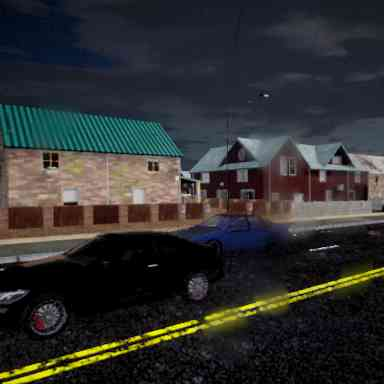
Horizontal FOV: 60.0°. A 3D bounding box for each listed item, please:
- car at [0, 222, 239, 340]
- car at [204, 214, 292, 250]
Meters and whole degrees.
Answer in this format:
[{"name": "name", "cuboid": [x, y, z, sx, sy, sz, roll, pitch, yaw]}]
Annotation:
[{"name": "car", "cuboid": [-1.441, 1.528, 6.675, 4.674, 1.442, 1.812, 0, 0, -36]}, {"name": "car", "cuboid": [1.557, 1.559, 12.820, 5.357, 1.411, 2.033, 0, 0, -36]}]
